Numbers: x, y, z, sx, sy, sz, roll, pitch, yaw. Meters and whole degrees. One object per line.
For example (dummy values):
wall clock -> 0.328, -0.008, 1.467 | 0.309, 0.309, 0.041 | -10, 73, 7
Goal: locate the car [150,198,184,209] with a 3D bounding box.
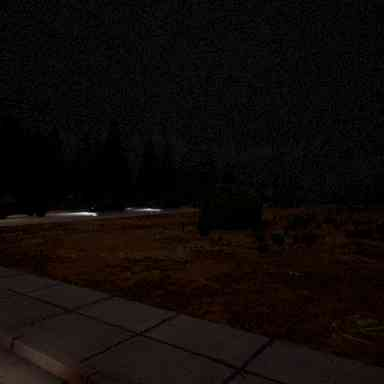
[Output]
car -> -3.386, 1.574, 46.082 | 2.033, 1.411, 5.357 | 0, 0, 37

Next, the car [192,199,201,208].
car -> 1.938, 1.591, 47.246 | 1.994, 1.385, 4.181 | 0, 0, 39

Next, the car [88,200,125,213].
car -> -9.588, 1.591, 37.702 | 1.994, 1.385, 4.181 | 0, 0, 37

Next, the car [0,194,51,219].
car -> -15.488, 1.248, 29.727 | 2.150, 2.045, 5.566 | 0, 0, 36
